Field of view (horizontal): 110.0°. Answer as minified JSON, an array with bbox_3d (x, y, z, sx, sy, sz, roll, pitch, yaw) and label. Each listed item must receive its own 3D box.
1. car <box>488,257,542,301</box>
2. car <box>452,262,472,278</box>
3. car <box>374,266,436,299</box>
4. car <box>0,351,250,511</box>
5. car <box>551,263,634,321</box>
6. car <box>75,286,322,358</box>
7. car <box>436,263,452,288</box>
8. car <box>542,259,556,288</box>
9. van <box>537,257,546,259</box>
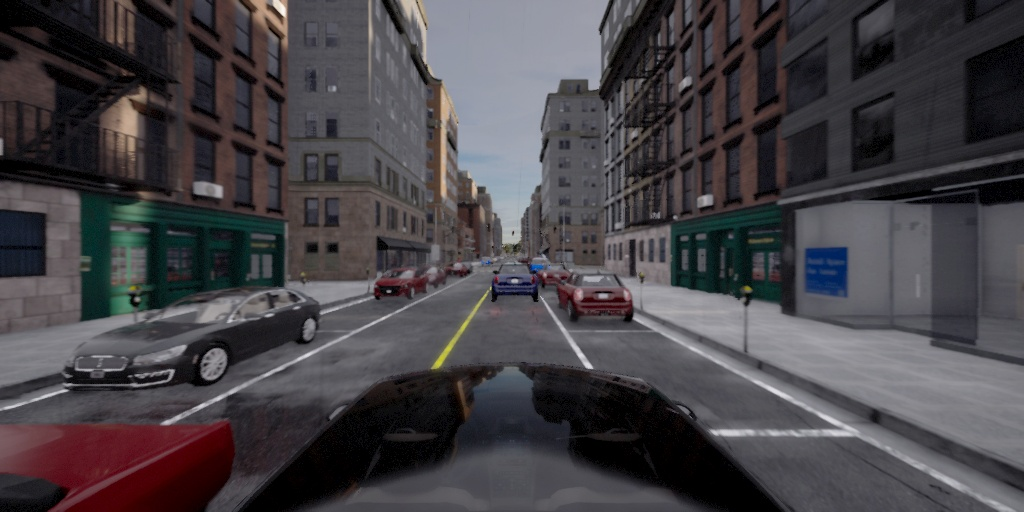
[{"bbox_3d":[0.127,1.098,17.539,2.097,1.767,4.553,0,0,0],"label":"car"},{"bbox_3d":[-5.327,1.285,34.397,1.888,1.381,4.507,0,0,0],"label":"car"},{"bbox_3d":[-5.358,1.291,17.863,1.888,1.381,4.507,0,0,0],"label":"car"},{"bbox_3d":[-2.855,1.351,0.222,1.895,1.301,4.718,0,0,0],"label":"car"},{"bbox_3d":[2.656,1.187,12.337,1.967,1.591,4.097,0,0,0],"label":"car"},{"bbox_3d":[-5.379,1.299,6.841,2.007,1.370,4.403,0,0,0],"label":"car"},{"bbox_3d":[-5.348,1.326,23.374,1.802,1.307,4.207,0,0,0],"label":"car"},{"bbox_3d":[2.677,1.184,23.360,1.967,1.591,4.097,0,0,0],"label":"car"},{"bbox_3d":[2.698,1.081,34.381,1.690,1.789,3.998,0,0,0],"label":"van"}]
